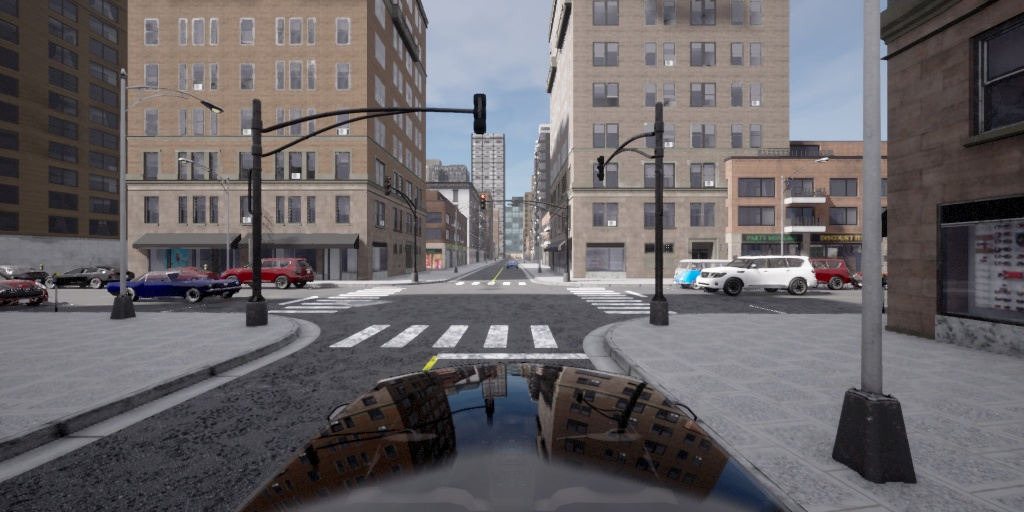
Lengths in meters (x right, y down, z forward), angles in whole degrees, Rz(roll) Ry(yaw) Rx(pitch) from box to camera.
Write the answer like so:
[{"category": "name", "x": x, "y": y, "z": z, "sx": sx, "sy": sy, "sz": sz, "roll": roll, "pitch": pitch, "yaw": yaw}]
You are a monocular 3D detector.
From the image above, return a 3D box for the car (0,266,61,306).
[{"category": "car", "x": -20.454, "y": 1.179, "z": 13.589, "sx": 4.097, "sy": 1.591, "sz": 1.967, "roll": 0, "pitch": 0, "yaw": 0}]

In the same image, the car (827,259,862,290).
[{"category": "car", "x": 17.639, "y": 1.086, "z": 21.884, "sx": 5.009, "sy": 1.841, "sz": 2.192, "roll": 0, "pitch": 0, "yaw": 0}]

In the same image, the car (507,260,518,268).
[{"category": "car", "x": 0.069, "y": 1.323, "z": 60.718, "sx": 2.033, "sy": 1.411, "sz": 5.357, "roll": 0, "pitch": 0, "yaw": 0}]

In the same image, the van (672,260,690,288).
[{"category": "van", "x": 12.043, "y": 1.108, "z": 21.918, "sx": 3.998, "sy": 1.789, "sz": 1.690, "roll": 0, "pitch": 0, "yaw": 0}]

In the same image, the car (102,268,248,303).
[{"category": "car", "x": -14.997, "y": 1.345, "z": 16.139, "sx": 4.718, "sy": 1.301, "sz": 1.895, "roll": 0, "pitch": 0, "yaw": 3}]

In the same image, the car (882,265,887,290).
[{"category": "car", "x": 23.110, "y": 1.280, "z": 19.093, "sx": 4.892, "sy": 1.490, "sz": 1.837, "roll": 0, "pitch": 0, "yaw": 0}]

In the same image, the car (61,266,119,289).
[{"category": "car", "x": -25.951, "y": 1.299, "z": 22.148, "sx": 4.313, "sy": 1.339, "sz": 1.948, "roll": 0, "pitch": 0, "yaw": 0}]

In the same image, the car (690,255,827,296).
[{"category": "car", "x": 12.963, "y": 0.990, "z": 19.153, "sx": 5.566, "sy": 2.045, "sz": 2.150, "roll": 0, "pitch": 0, "yaw": 0}]

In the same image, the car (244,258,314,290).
[{"category": "car", "x": -14.904, "y": 1.059, "z": 22.081, "sx": 5.009, "sy": 1.841, "sz": 2.192, "roll": 0, "pitch": 0, "yaw": 0}]
